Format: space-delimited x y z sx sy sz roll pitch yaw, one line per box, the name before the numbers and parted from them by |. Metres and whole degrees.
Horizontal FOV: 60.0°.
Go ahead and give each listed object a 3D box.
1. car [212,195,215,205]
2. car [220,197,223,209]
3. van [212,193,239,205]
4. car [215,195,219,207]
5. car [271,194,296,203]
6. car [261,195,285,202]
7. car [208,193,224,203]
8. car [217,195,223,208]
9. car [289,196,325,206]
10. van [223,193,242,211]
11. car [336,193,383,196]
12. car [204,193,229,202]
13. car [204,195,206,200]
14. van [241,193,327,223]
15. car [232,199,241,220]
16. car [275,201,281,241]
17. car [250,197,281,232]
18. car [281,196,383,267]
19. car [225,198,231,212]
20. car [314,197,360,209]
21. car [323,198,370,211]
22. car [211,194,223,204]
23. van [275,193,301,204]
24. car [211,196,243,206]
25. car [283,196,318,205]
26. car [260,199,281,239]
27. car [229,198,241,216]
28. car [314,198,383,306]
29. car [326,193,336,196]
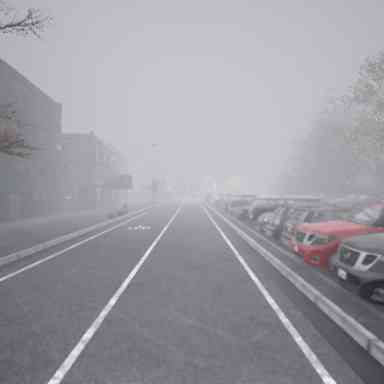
car | 5.585 1.462 45.636 4.792 1.488 2.163 0 0 0
car | 5.660 1.467 34.425 4.792 1.488 2.163 0 0 0
van | 5.715 1.226 56.849 4.442 1.987 1.878 0 0 0
car | 5.617 1.431 40.028 5.008 1.535 2.097 0 0 0
car | 18.638 1.351 68.103 4.553 1.767 2.185 0 0 0
car | 18.676 1.517 76.458 5.008 1.535 2.097 0 0 0
car | 5.635 1.190 51.242 5.566 2.045 2.435 0 0 0
car | 5.812 1.430 37.229 5.366 1.575 1.946 0 0 0
car | 18.676 1.448 54.179 5.008 1.535 2.097 0 0 0
van | 5.518 1.215 31.621 4.442 1.987 1.878 0 0 0
car | 18.681 1.187 34.809 5.566 2.045 2.435 0 0 0
car | 5.619 1.265 76.471 5.566 2.045 2.435 0 0 0
car | 5.618 1.225 68.061 5.566 2.045 2.435 0 0 0
van | 5.534 1.230 20.408 4.442 1.987 1.878 0 0 0
car | 5.641 1.452 23.212 5.008 1.535 2.097 0 0 0
car | 5.631 1.341 11.998 4.553 1.767 2.185 0 0 0
car | 5.686 1.334 17.605 4.553 1.767 2.185 0 0 0
car | 5.638 1.219 9.195 5.566 2.045 2.435 0 0 0
car | 5.609 1.474 28.818 4.792 1.488 2.163 0 0 0
car | 18.692 1.433 43.039 5.008 1.535 2.097 0 0 0
car | 18.699 1.472 40.378 4.674 1.452 2.002 0 0 0
car | 5.606 1.437 48.434 4.892 1.521 2.231 0 0 0
van | 18.787 1.243 65.323 4.442 1.987 1.878 0 0 0
car | 5.597 1.446 54.045 5.008 1.535 2.097 0 0 0
car | 18.493 1.450 56.965 5.366 1.575 1.946 0 0 0
car | 5.627 1.337 14.802 4.553 1.767 2.185 0 0 0
car | 5.613 1.478 26.015 4.792 1.488 2.163 0 0 0
car | 5.642 1.223 6.392 5.566 2.045 2.435 0 0 0
car | 18.677 1.183 37.471 5.566 2.045 2.435 0 0 0
